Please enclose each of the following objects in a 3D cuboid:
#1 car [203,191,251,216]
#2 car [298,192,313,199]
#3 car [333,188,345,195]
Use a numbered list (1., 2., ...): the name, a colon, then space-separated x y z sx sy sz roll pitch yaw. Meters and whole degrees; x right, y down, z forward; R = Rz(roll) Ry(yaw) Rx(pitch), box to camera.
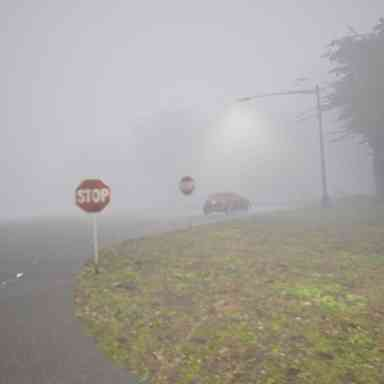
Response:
1. car: 2.725 0.775 25.483 2.097 1.767 4.553 -5 -2 34
2. car: 23.097 0.586 67.724 1.895 1.301 4.718 -5 -1 34
3. car: 34.182 -0.198 77.298 2.097 1.767 4.553 -4 -1 29
